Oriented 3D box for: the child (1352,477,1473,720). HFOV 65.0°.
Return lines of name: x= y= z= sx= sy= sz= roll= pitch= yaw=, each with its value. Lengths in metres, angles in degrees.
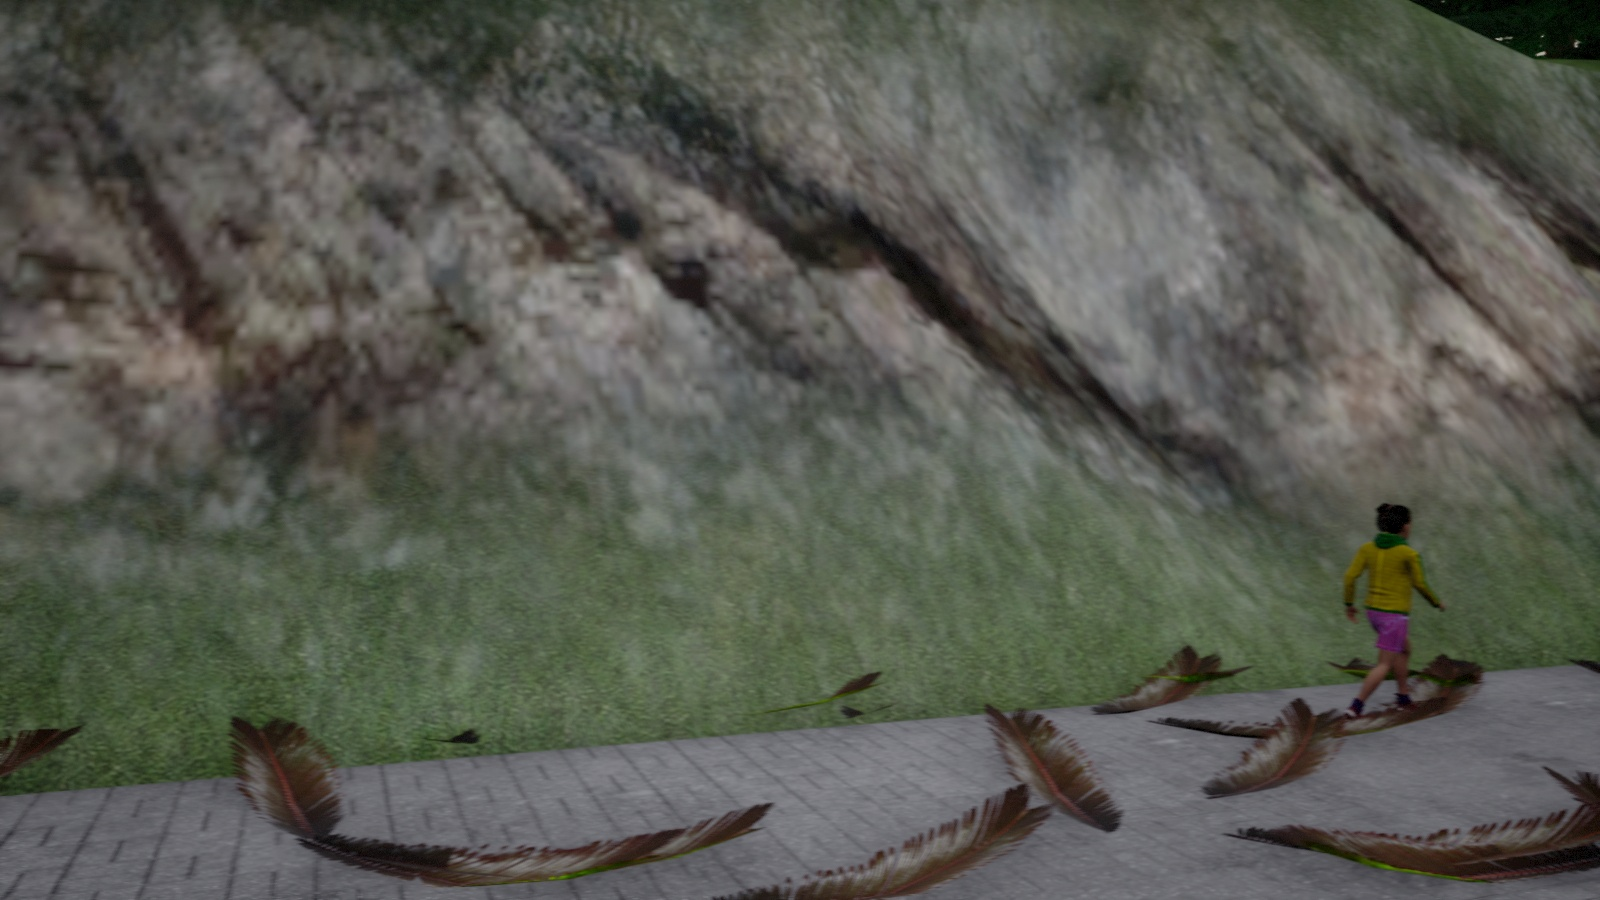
child: x=3.087 y=0.728 z=6.332 sx=0.473 sy=1.160 sz=0.299 roll=-1 pitch=1 yaw=-21
